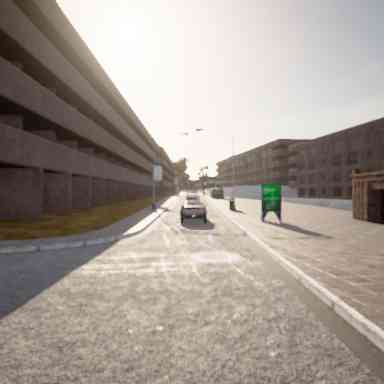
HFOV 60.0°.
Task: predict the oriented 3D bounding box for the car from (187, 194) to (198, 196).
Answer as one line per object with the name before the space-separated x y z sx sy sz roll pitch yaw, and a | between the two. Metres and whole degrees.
car | 0.115 0.928 43.049 1.812 1.442 4.674 0 2 0

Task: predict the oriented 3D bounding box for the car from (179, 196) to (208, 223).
car | 0.109 1.330 24.215 2.128 1.511 4.902 0 1 0
